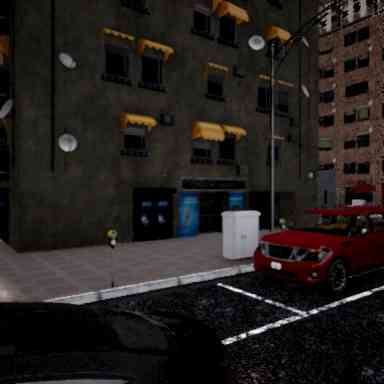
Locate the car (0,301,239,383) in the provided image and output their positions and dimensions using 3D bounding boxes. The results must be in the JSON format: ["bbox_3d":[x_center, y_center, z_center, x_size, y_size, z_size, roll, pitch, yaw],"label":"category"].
[{"bbox_3d":[-1.745,1.525,1.822,4.674,1.442,1.812,0,0,-35],"label":"car"}]

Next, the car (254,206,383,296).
[{"bbox_3d":[3.934,1.332,8.905,5.009,1.841,2.192,0,0,-35],"label":"car"}]
